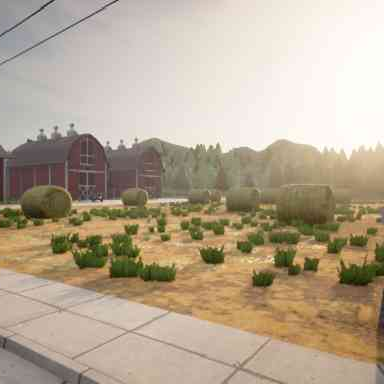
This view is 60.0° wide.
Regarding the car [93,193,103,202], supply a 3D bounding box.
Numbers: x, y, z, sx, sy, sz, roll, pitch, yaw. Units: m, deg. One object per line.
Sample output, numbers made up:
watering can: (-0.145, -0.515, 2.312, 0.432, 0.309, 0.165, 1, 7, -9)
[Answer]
car: (-19.651, 1.118, 69.803, 1.905, 1.878, 3.866, 6, 1, -10)
